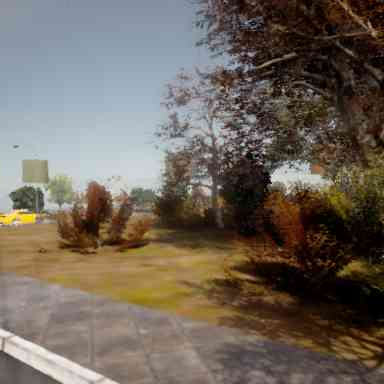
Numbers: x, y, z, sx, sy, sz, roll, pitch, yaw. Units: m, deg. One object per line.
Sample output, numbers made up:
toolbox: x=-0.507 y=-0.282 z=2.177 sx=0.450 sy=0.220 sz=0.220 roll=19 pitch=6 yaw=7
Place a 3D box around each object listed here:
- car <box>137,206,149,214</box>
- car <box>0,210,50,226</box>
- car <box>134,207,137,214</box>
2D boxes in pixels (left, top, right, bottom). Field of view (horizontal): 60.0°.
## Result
car: x=-7.282 y=3.284 z=61.961 sx=2.033 sy=1.411 sz=5.357 roll=-4 pitch=-3 yaw=32
car: x=-16.863 y=2.566 z=33.627 sx=1.882 sy=1.535 sz=5.008 roll=-4 pitch=-2 yaw=33
car: x=-10.708 y=3.457 z=63.094 sx=1.837 sy=1.490 sz=4.892 roll=-4 pitch=-3 yaw=33
